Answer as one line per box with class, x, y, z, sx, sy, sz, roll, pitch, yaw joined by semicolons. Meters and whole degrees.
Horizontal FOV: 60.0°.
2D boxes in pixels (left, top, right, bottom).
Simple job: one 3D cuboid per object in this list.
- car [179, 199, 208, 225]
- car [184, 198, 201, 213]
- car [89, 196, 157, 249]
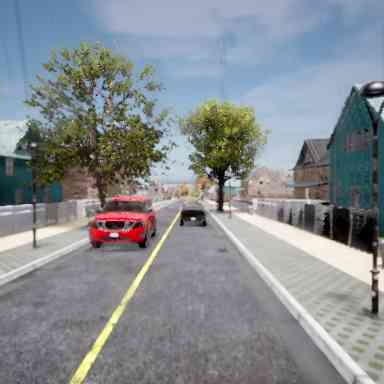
car;0.095;1.526;24.438;1.837;1.490;4.892;0;0;0
car;0.090;1.550;38.719;1.882;1.535;5.008;0;0;0
car;-2.850;1.223;14.962;2.150;2.045;5.566;0;0;0
